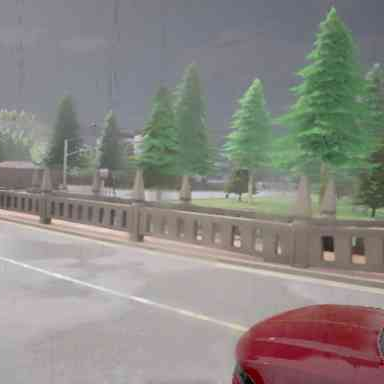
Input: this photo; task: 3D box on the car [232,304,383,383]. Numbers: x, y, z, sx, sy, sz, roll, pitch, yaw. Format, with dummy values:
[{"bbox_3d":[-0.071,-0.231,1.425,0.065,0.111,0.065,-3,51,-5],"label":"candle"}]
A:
[{"bbox_3d":[2.643,1.478,2.103,5.008,1.535,1.882,0,0,35],"label":"car"}]
